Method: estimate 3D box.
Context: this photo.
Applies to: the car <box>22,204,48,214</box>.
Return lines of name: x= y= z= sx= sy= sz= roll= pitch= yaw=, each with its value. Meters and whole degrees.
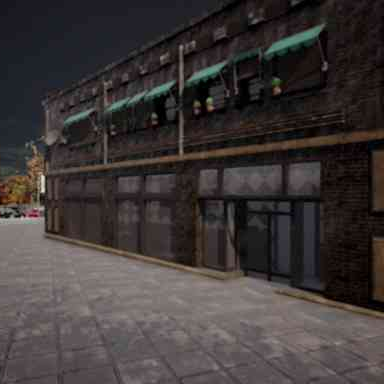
car: x=-32.042 y=3.450 z=67.975 sx=4.553 sy=1.767 sz=2.185 roll=0 pitch=-1 yaw=17

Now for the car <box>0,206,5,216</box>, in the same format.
car: x=-35.137 y=3.258 z=57.252 sx=5.366 sy=1.575 sz=1.946 roll=0 pitch=-2 yaw=17

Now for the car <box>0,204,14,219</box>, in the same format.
car: x=-26.033 y=2.670 z=42.962 sx=4.553 sy=1.767 sz=2.185 roll=0 pitch=-3 yaw=17

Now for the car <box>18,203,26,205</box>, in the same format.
car: x=-23.620 y=3.019 z=50.961 sx=4.553 sy=1.767 sz=2.185 roll=0 pitch=-2 yaw=17

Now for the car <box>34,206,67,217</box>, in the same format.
car: x=-22.798 y=3.117 z=53.615 sx=4.553 sy=1.767 sz=2.185 roll=0 pitch=-2 yaw=17

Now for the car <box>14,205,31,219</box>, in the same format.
car: x=-25.212 y=2.950 z=45.616 sx=4.792 sy=1.488 sz=2.163 roll=0 pitch=-2 yaw=17

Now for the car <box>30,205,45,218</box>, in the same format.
car: x=-24.444 y=3.066 z=48.294 sx=4.792 sy=1.488 sz=2.163 roll=0 pitch=-2 yaw=17

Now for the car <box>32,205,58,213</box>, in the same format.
car: x=-31.184 y=3.633 z=70.622 sx=5.008 sy=1.535 sz=2.097 roll=0 pitch=-1 yaw=17

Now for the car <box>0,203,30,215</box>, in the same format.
car: x=-33.690 y=3.183 z=62.648 sx=5.566 sy=2.045 sz=2.435 roll=0 pitch=-2 yaw=17
